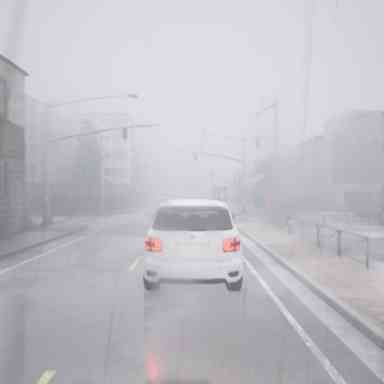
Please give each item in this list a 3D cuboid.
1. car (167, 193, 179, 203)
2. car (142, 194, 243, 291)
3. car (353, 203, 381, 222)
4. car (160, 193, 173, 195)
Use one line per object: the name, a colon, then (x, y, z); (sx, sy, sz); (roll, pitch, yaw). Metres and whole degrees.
car: (-3.670, 1.189, 64.503); (2.097, 1.767, 4.553); (0, 0, 0)
car: (0.035, 1.198, 9.079); (2.150, 2.045, 5.566); (0, 0, 1)
car: (15.517, 1.600, 26.578); (4.902, 1.511, 2.128); (0, 0, 0)
car: (-3.682, 1.100, 47.922); (2.150, 2.045, 5.566); (0, 0, 0)
